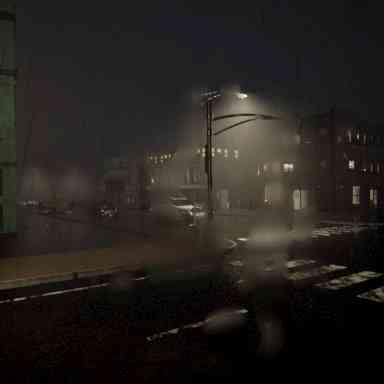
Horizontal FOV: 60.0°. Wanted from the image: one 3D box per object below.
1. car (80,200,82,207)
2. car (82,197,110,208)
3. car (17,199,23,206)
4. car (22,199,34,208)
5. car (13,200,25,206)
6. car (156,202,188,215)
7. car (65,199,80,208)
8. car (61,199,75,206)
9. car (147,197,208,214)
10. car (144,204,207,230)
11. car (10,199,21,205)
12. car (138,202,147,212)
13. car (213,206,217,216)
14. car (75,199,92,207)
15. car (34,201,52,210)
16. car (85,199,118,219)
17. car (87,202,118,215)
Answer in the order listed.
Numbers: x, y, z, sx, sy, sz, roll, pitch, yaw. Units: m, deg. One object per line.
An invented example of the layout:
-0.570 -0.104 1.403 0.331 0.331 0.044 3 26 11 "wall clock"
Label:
-18.505 1.940 61.972 2.192 1.841 5.009 -1 0 -36 "car"
-15.379 2.032 53.166 1.882 1.535 5.008 -1 0 -35 "car"
-38.194 2.380 75.109 1.967 1.590 4.097 -1 0 -36 "car"
-31.754 2.376 66.104 2.008 1.369 4.403 -1 0 -36 "car"
-41.411 2.548 79.613 2.008 1.369 4.403 -1 0 -36 "car"
-2.405 1.904 39.459 1.802 1.307 4.206 -2 0 -36 "car"
-21.440 2.230 61.646 1.994 1.385 4.181 -1 0 -36 "car"
-28.156 2.364 75.482 1.947 1.339 4.313 -1 0 -36 "car"
-1.236 1.488 27.876 2.150 2.045 5.566 -1 0 -36 "car"
-1.250 1.815 23.224 1.947 1.339 4.313 -2 0 -36 "car"
-44.629 2.598 84.115 1.887 1.381 4.507 -1 0 -36 "car"
-5.623 1.966 43.961 1.802 1.307 4.206 -2 0 -36 "car"
0.813 1.810 34.955 2.008 1.369 4.403 -2 0 -36 "car"
-21.719 2.228 66.475 1.887 1.381 4.507 -1 0 -36 "car"
-25.218 2.233 56.959 1.752 1.417 4.829 -1 0 -36 "car"
-9.224 1.847 34.583 1.967 1.590 4.097 -1 0 -36 "car"
-11.363 2.010 42.065 2.033 1.411 5.357 -1 0 -35 "car"
